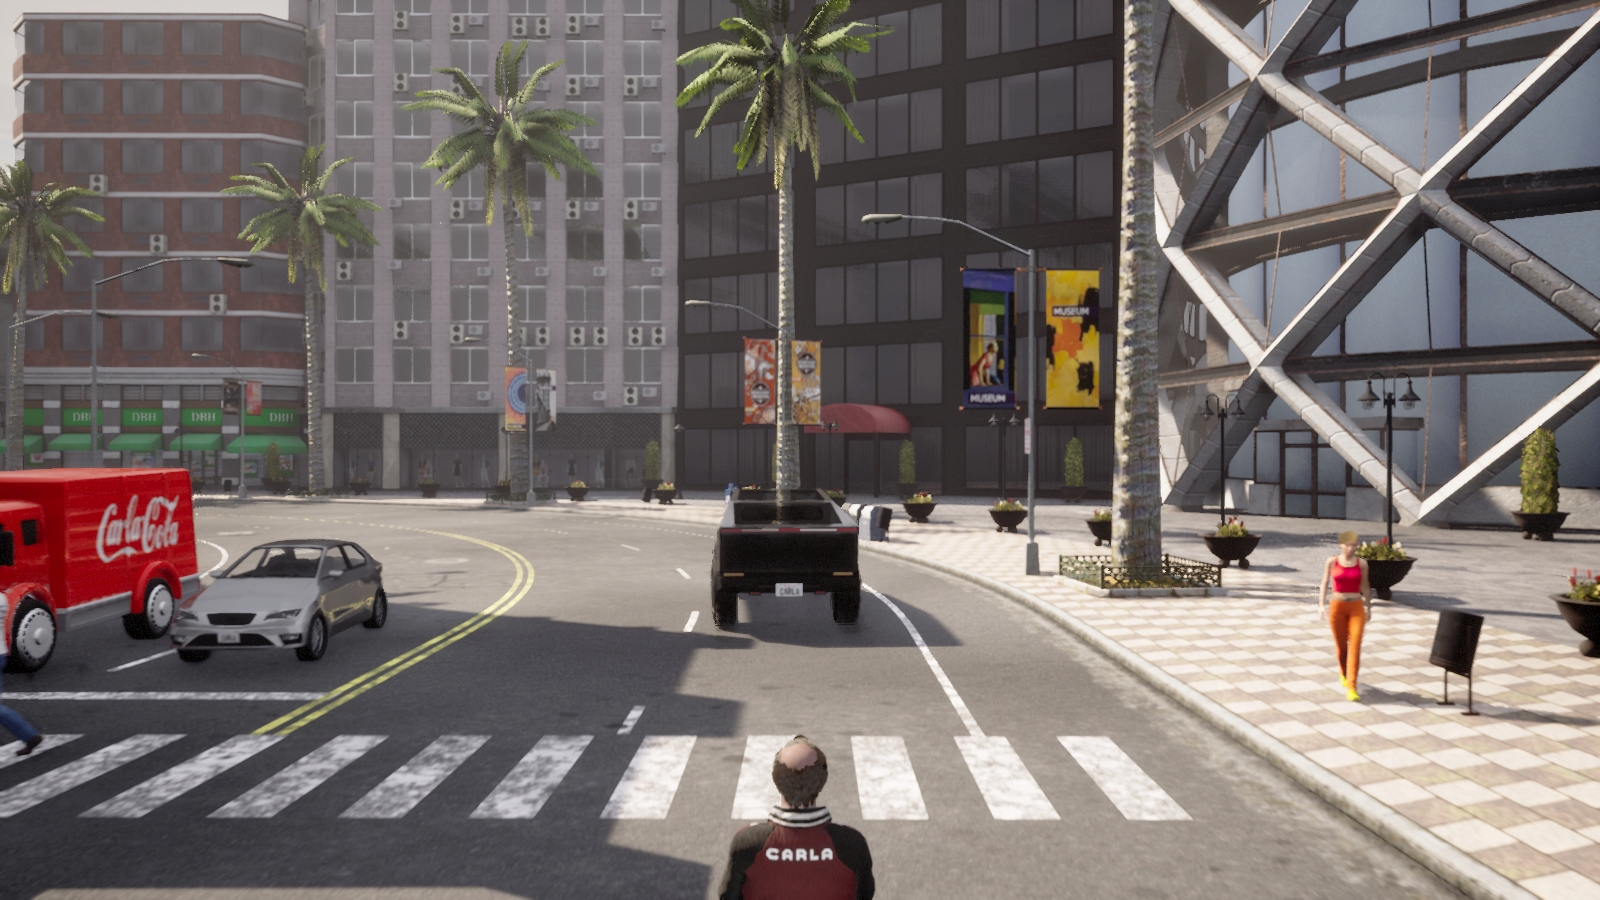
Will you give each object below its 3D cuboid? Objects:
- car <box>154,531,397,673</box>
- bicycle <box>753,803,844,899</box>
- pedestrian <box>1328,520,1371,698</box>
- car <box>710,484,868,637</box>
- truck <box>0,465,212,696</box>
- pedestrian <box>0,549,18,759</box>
[{"bbox_3d":[-7.362,2.068,16.534,1.816,1.474,4.193,0,0,-4],"label":"car"},{"bbox_3d":[-0.007,2.211,4.350,0.329,1.171,1.835,0,0,0],"label":"bicycle"},{"bbox_3d":[5.922,1.697,12.322,0.375,1.860,0.375,0,0,20],"label":"pedestrian"},{"bbox_3d":[-0.368,1.757,20.317,2.390,2.098,6.274,0,0,-4],"label":"car"},{"bbox_3d":[-10.694,1.549,15.758,2.627,2.467,5.204,0,2,-2],"label":"truck"},{"bbox_3d":[-7.389,1.851,10.397,0.375,1.860,0.375,0,0,-23],"label":"pedestrian"}]
